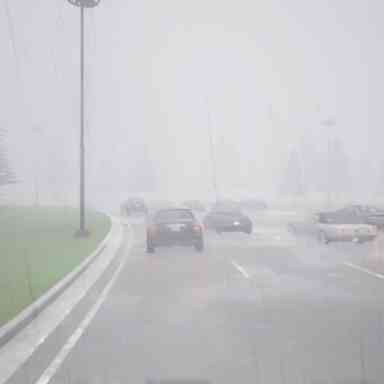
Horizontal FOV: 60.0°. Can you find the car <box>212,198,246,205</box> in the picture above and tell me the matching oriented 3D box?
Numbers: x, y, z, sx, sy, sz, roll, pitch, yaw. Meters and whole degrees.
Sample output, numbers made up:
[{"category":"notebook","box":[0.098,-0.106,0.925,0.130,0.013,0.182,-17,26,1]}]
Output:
[{"category":"car","box":[3.700,1.463,38.134,2.128,1.511,4.902,0,0,-21]}]

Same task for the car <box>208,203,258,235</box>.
[{"category":"car","box":[1.895,1.550,18.895,1.994,1.385,4.181,0,0,-11]}]

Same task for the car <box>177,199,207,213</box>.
[{"category":"car","box":[-0.086,1.540,38.151,1.994,1.385,4.181,0,0,-22]}]

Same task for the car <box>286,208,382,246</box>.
[{"category":"car","box":[6.135,1.583,15.350,1.895,1.301,4.718,0,0,-8]}]

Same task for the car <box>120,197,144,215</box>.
[{"category":"car","box":[-6.001,1.339,34.015,2.097,1.767,4.553,0,0,-21]}]

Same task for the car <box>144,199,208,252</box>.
[{"category":"car","box":[-0.872,1.345,14.027,2.097,1.767,4.553,0,0,-8]}]

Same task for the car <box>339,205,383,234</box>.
[{"category":"car","box":[9.067,1.468,18.608,2.128,1.511,4.902,0,0,-10]}]

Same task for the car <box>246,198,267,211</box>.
[{"category":"car","box":[6.928,1.445,39.419,1.882,1.535,5.008,0,0,-21]}]
